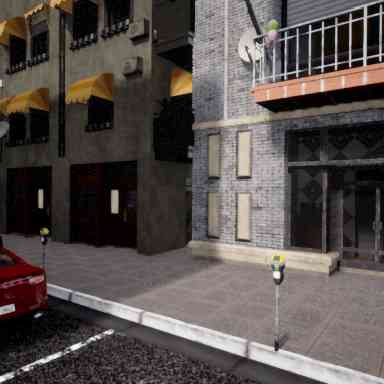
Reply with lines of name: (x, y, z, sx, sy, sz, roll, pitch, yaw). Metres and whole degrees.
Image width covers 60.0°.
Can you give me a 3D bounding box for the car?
car: (-4.460, 1.544, 6.051, 4.507, 1.381, 1.887, 0, 1, 36)
